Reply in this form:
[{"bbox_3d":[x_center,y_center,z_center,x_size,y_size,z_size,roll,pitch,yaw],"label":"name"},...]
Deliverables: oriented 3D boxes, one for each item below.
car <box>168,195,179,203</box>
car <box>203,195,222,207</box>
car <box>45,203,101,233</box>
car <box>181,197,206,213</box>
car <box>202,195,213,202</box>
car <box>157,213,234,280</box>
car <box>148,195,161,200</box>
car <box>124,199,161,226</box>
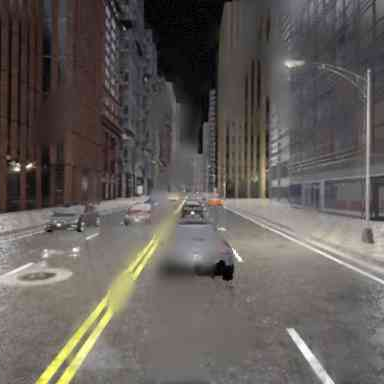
[{"bbox_3d":[-3.353,1.291,61.823,1.882,1.535,5.008,1,1,0],"label":"car"},{"bbox_3d":[3.279,1.279,50.470,2.097,1.767,4.553,1,0,0],"label":"car"},{"bbox_3d":[-6.616,1.416,18.957,1.837,1.490,4.892,1,0,0],"label":"car"},{"bbox_3d":[0.060,1.467,29.955,1.837,1.490,4.892,1,0,0],"label":"car"},{"bbox_3d":[3.149,1.343,70.100,2.128,1.511,4.902,1,0,0],"label":"car"},{"bbox_3d":[0.091,1.557,10.000,1.994,1.385,4.181,1,0,0],"label":"car"},{"bbox_3d":[-6.617,1.257,58.917,1.882,1.535,5.008,1,0,0],"label":"car"},{"bbox_3d":[-3.372,1.464,22.764,1.812,1.442,4.674,1,0,0],"label":"car"}]
